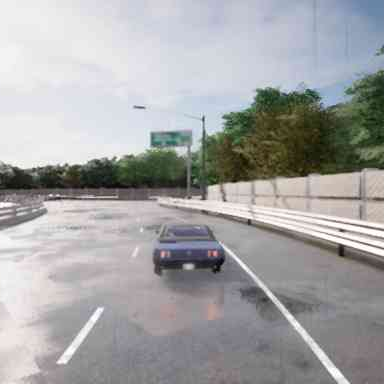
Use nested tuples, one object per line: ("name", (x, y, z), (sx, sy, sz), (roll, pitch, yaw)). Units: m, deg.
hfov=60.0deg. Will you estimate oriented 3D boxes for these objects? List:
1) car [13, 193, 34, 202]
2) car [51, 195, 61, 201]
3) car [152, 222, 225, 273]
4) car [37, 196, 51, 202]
("car", (-39.515, 1.419, 78.032), (4.553, 1.767, 2.097), (0, 0, 42))
("car", (-34.486, 1.581, 82.912), (4.892, 1.490, 1.837), (0, 0, 42))
("car", (-0.244, 1.611, 10.681), (1.895, 1.301, 4.718), (0, 0, -4))
("car", (-36.394, 1.675, 79.903), (4.718, 1.301, 1.895), (0, 0, 42))
